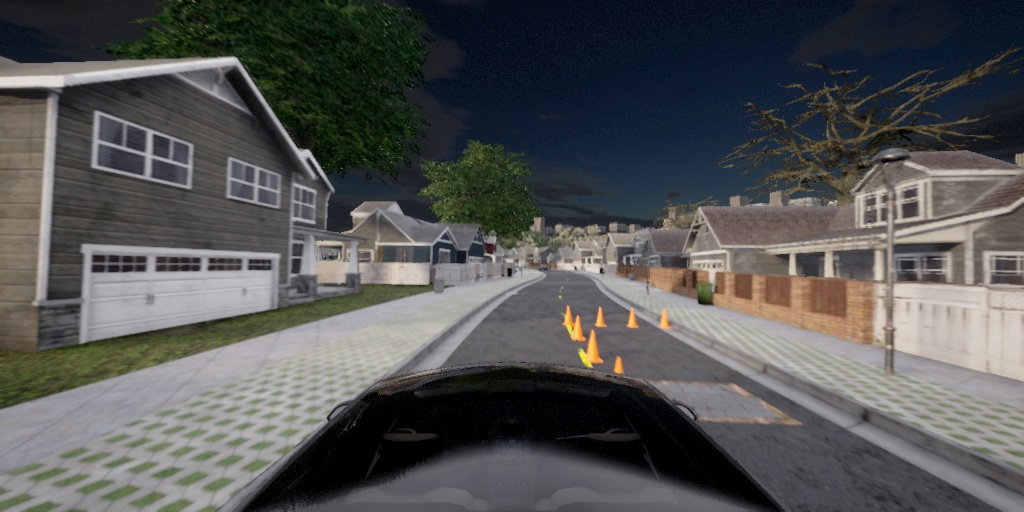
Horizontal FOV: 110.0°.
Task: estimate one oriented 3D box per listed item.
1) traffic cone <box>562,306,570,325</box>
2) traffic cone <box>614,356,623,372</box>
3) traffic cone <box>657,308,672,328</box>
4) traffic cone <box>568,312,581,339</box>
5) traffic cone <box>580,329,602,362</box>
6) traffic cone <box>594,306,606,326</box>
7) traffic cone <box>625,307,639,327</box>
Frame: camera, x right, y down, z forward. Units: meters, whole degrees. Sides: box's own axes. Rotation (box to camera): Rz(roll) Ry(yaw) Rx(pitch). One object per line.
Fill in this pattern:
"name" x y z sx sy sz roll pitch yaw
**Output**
"traffic cone" 1.765 1.862 11.297 0.340 0.580 0.340 0 0 2
"traffic cone" 1.571 1.784 5.301 0.340 0.580 0.340 0 0 2
"traffic cone" 4.762 1.925 11.199 0.340 0.580 0.340 0 0 2
"traffic cone" 1.700 1.835 9.299 0.340 0.580 0.340 0 0 2
"traffic cone" 1.636 1.809 7.300 0.340 0.580 0.340 0 0 2
"traffic cone" 2.764 1.883 11.265 0.340 0.580 0.340 0 0 2
"traffic cone" 3.763 1.904 11.232 0.340 0.580 0.340 0 0 2
